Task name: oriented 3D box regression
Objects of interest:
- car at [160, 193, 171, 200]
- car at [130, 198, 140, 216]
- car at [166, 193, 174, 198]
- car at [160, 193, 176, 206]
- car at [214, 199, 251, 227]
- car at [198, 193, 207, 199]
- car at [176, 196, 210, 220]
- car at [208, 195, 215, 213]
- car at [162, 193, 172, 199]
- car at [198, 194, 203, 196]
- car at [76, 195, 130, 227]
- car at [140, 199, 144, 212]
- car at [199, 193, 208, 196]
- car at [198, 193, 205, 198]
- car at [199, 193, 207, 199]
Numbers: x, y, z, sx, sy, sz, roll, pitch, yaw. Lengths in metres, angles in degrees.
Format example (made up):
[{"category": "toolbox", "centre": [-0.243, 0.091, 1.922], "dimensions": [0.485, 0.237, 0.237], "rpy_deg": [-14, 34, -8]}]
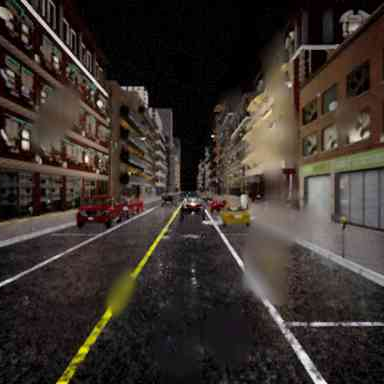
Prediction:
[{"category": "car", "centre": [-5.776, 1.012, 71.996], "dimensions": [2.008, 1.369, 4.403], "rpy_deg": [0, 0, 0]}, {"category": "car", "centre": [-5.721, 1.240, 26.907], "dimensions": [1.967, 1.590, 4.097], "rpy_deg": [0, 0, 0]}, {"category": "car", "centre": [-5.796, 0.877, 88.905], "dimensions": [1.887, 1.381, 4.507], "rpy_deg": [0, 0, 0]}, {"category": "car", "centre": [-3.055, 1.166, 45.571], "dimensions": [1.837, 1.490, 4.892], "rpy_deg": [0, 0, 0]}, {"category": "car", "centre": [2.666, 1.366, 21.449], "dimensions": [1.752, 1.417, 4.829], "rpy_deg": [0, 0, 0]}, {"category": "car", "centre": [2.591, 0.941, 83.275], "dimensions": [1.947, 1.339, 4.313], "rpy_deg": [0, 0, 0]}, {"category": "car", "centre": [0.069, 1.296, 26.285], "dimensions": [2.128, 1.511, 4.902], "rpy_deg": [0, 0, 0]}, {"category": "car", "centre": [2.652, 1.302, 32.551], "dimensions": [1.887, 1.381, 4.507], "rpy_deg": [0, 0, 0]}, {"category": "car", "centre": [-5.783, 0.969, 77.633], "dimensions": [2.008, 1.369, 4.403], "rpy_deg": [0, 0, 0]}, {"category": "car", "centre": [0.051, 1.259, 40.977], "dimensions": [1.994, 1.385, 4.181], "rpy_deg": [0, 0, 0]}, {"category": "car", "centre": [-5.713, 1.157, 21.271], "dimensions": [2.192, 1.841, 5.009], "rpy_deg": [0, 0, 0]}, {"category": "car", "centre": [-5.728, 1.303, 32.545], "dimensions": [1.887, 1.381, 4.507], "rpy_deg": [0, 0, 0]}, {"category": "car", "centre": [2.625, 1.140, 55.095], "dimensions": [2.008, 1.369, 4.403], "rpy_deg": [0, 0, 0]}, {"category": "car", "centre": [2.577, 0.871, 94.548], "dimensions": [1.802, 1.307, 4.206], "rpy_deg": [0, 0, 0]}, {"category": "car", "centre": [2.598, 0.942, 77.809], "dimensions": [1.752, 1.417, 4.829], "rpy_deg": [0, 0, 0]}]
